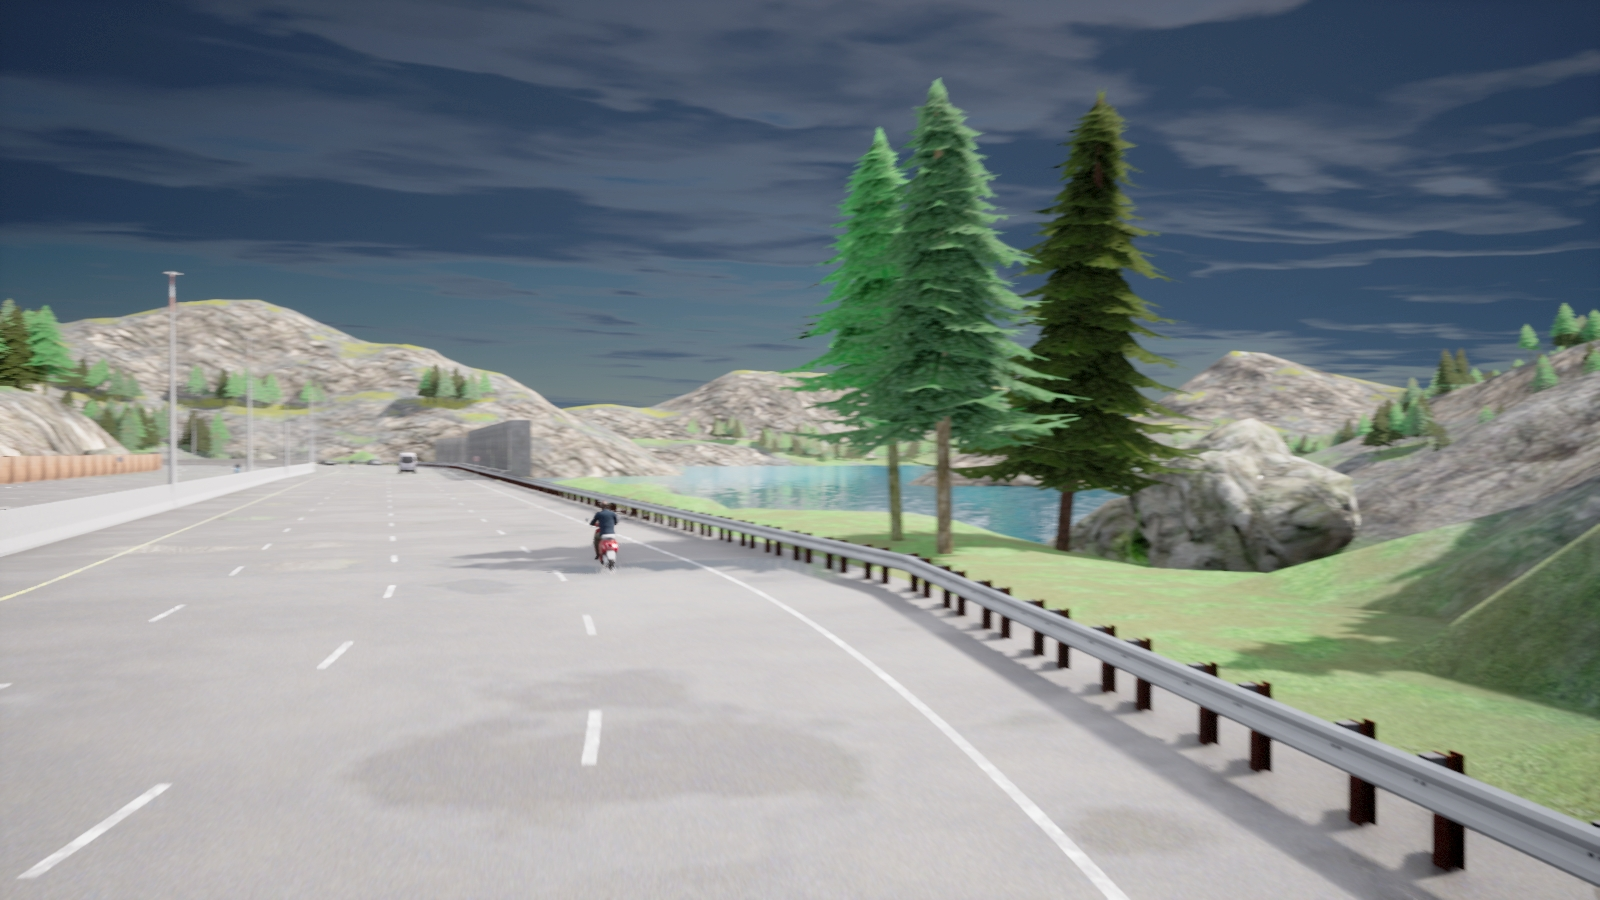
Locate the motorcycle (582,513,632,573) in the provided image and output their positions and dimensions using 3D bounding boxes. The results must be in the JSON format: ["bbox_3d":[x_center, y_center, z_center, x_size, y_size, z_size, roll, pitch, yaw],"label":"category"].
[{"bbox_3d":[-4.604,2.190,27.155,0.856,1.236,1.805,-3,1,-18],"label":"motorcycle"}]
